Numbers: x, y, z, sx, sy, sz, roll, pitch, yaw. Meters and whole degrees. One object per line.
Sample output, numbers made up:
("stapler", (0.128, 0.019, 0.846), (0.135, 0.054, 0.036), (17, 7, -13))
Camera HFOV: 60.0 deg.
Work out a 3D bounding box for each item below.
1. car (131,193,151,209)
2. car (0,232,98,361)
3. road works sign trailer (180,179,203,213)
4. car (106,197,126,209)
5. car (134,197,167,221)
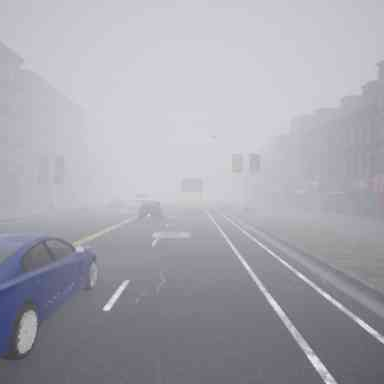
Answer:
("car", (-6.565, 1.119, 43.962), (2.150, 2.045, 5.566), (0, 0, 0))
("car", (-3.151, 1.455, 5.906), (1.882, 1.535, 5.008), (0, 0, 0))
("road works sign trailer", (0.013, 0.369, 35.744), (2.380, 3.560, 2.880), (0, 0, 0))
("car", (-9.814, 1.421, 43.501), (1.812, 1.442, 4.674), (0, 0, 0))
("car", (-3.142, 1.425, 26.580), (1.837, 1.490, 4.892), (0, 0, 0))
